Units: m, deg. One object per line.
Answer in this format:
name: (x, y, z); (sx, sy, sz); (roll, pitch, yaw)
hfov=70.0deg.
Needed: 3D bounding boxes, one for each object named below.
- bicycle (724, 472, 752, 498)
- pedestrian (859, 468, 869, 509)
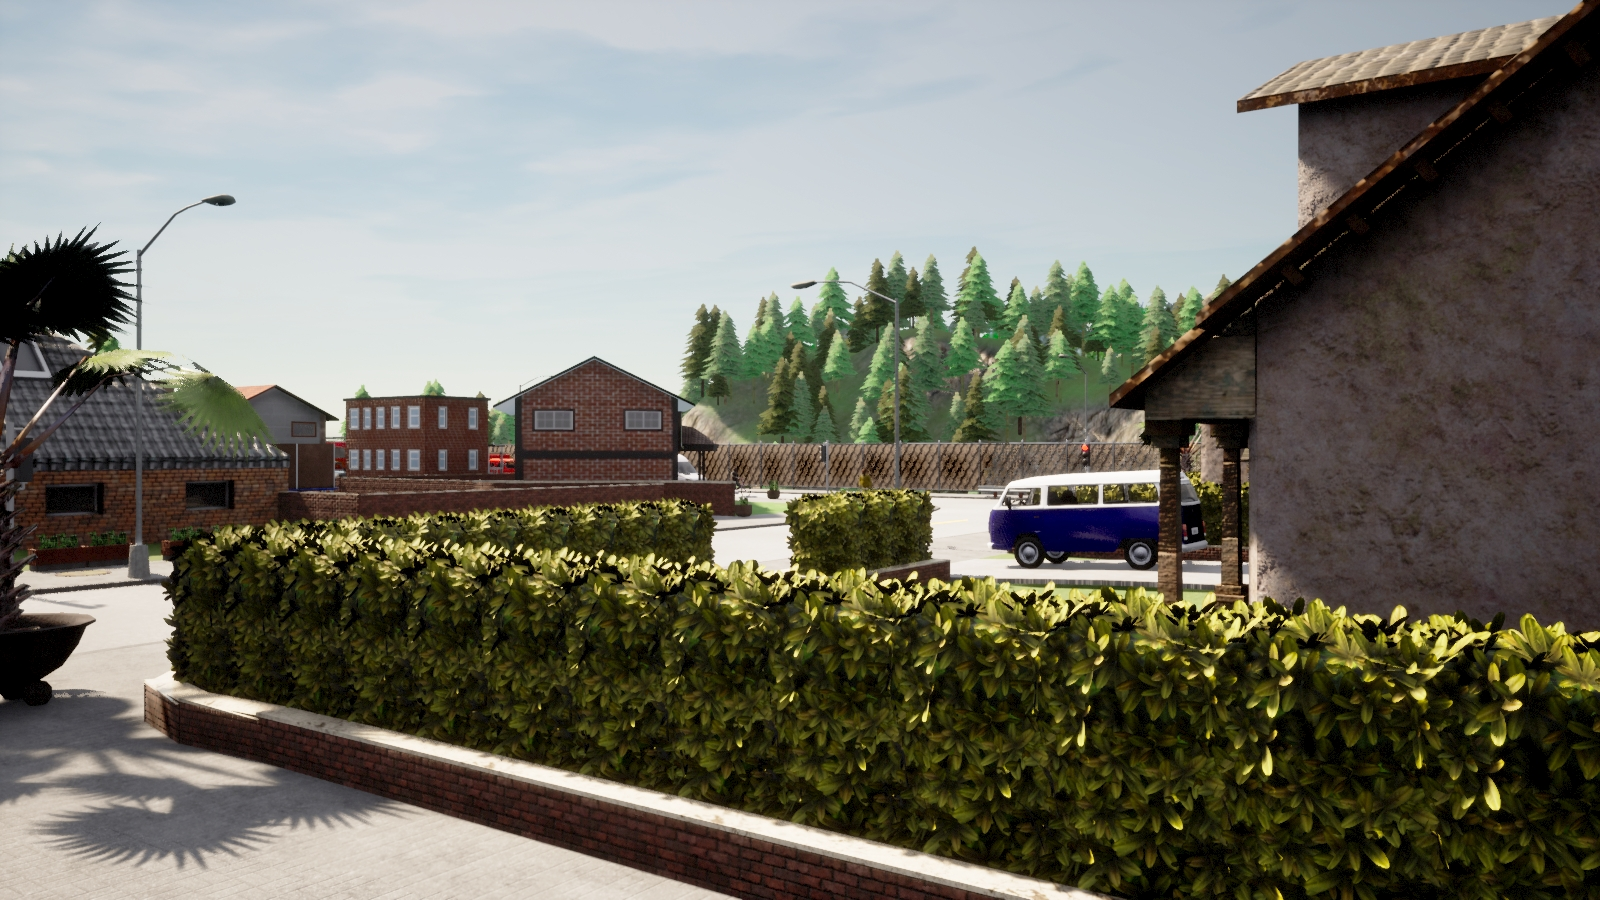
bicycle: (-3.643, 2.044, 67.431); (1.835, 1.471, 0.329); (0, 0, 35)
pedestrian: (2.922, 1.734, 52.022); (0.375, 1.860, 0.375); (0, 0, 18)
